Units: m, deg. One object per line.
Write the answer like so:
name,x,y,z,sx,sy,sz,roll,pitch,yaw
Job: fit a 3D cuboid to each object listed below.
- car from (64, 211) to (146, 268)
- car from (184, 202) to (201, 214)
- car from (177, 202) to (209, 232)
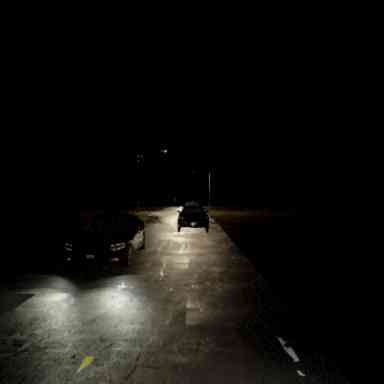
car,-2.762,1.478,11.505,1.882,1.535,5.008,0,0,0
car,0.055,1.811,38.289,1.895,1.301,4.718,0,-1,0
car,0.069,1.556,20.374,1.812,1.442,4.674,0,0,0
